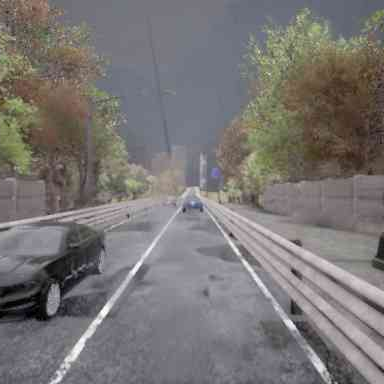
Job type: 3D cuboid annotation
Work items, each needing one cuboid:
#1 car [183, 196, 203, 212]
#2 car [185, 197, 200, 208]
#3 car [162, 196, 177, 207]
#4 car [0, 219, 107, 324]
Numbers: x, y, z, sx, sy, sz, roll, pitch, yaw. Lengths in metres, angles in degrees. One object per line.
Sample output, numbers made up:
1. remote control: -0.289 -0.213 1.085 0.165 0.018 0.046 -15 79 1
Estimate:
1. car: 0.082 1.209 35.735 2.097 1.767 4.553 0 0 0
2. car: 0.119 1.462 47.029 1.994 1.385 4.181 0 0 1
3. car: -3.218 1.397 48.652 2.128 1.511 4.902 0 0 0
4. car: -3.334 1.433 7.417 1.882 1.535 5.008 0 0 0
